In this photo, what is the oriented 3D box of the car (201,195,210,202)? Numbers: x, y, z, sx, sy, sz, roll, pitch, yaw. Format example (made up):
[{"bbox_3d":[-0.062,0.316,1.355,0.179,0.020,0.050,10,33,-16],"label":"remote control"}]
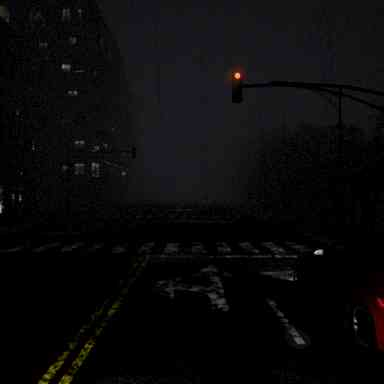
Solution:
[{"bbox_3d":[3.190,1.558,78.609,2.128,1.511,4.902,0,0,0],"label":"car"}]

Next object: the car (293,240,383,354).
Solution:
[{"bbox_3d":[3.345,1.564,6.128,1.994,1.385,4.181,0,0,0],"label":"car"}]
